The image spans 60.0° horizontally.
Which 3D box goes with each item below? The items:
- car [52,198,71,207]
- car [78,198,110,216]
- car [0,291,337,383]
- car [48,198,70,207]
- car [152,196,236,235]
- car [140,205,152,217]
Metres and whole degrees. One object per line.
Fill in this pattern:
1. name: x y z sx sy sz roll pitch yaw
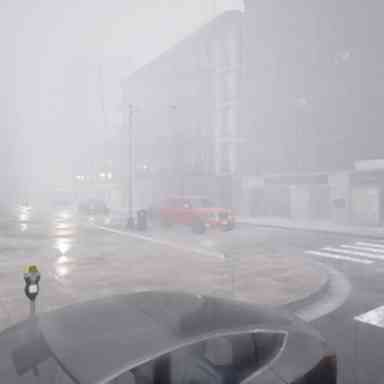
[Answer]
1. car: -21.831 1.670 55.520 1.812 1.442 4.674 0 -1 -35
2. car: -9.941 1.428 33.627 2.097 1.767 4.553 0 0 -35
3. car: -0.748 1.565 2.278 4.313 1.339 1.947 0 0 -35
4. car: -18.830 1.334 46.342 1.895 1.301 4.718 0 0 -35
5. car: 0.099 1.250 19.423 2.150 2.045 5.566 0 0 -35
6. car: -2.574 1.590 28.312 2.033 1.411 5.357 0 0 -35
